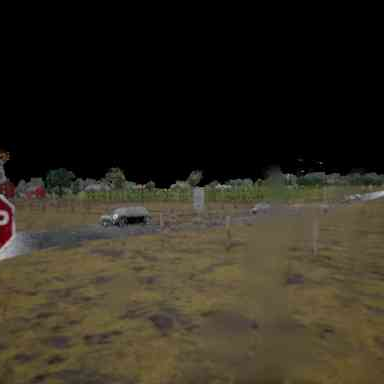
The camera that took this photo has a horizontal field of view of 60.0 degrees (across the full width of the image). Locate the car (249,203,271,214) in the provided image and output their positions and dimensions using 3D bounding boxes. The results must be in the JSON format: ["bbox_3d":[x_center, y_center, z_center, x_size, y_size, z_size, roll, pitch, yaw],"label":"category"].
[{"bbox_3d":[10.297,2.414,49.952,2.128,1.511,4.902,-2,-1,36],"label":"car"}]

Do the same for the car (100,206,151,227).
[{"bbox_3d":[-5.564,1.996,28.169,2.097,1.767,4.553,-2,-2,36],"label":"car"}]

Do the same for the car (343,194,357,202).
[{"bbox_3d":[40.016,1.691,84.954,2.097,1.767,4.553,-2,0,36],"label":"car"}]
